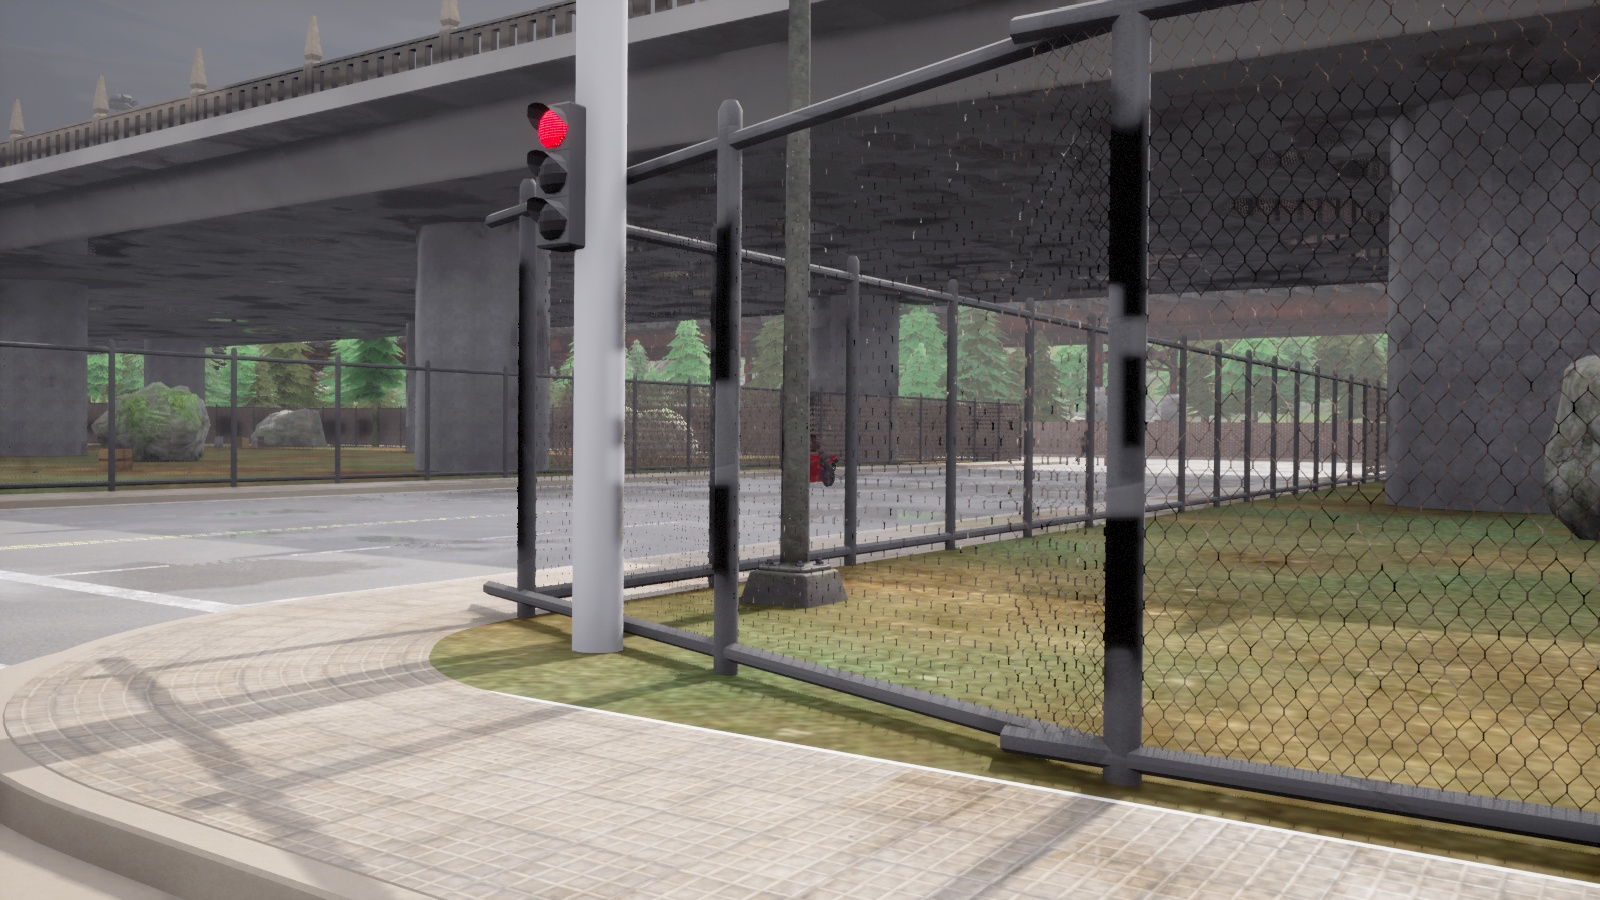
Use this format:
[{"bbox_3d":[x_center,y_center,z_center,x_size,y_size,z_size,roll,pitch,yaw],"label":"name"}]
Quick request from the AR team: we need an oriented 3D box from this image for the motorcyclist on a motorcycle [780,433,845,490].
[{"bbox_3d":[0.367,0.295,34.486,0.797,1.523,2.044,0,1,33],"label":"motorcyclist on a motorcycle"}]
